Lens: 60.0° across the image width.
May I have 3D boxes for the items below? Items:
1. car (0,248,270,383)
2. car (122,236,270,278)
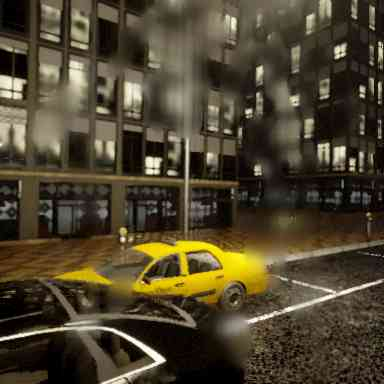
[{"bbox_3d":[-1.826,1.501,2.077,4.892,1.490,1.837,0,0,-36],"label":"car"},{"bbox_3d":[-0.660,1.540,6.076,4.829,1.417,1.752,0,1,-35],"label":"car"}]
